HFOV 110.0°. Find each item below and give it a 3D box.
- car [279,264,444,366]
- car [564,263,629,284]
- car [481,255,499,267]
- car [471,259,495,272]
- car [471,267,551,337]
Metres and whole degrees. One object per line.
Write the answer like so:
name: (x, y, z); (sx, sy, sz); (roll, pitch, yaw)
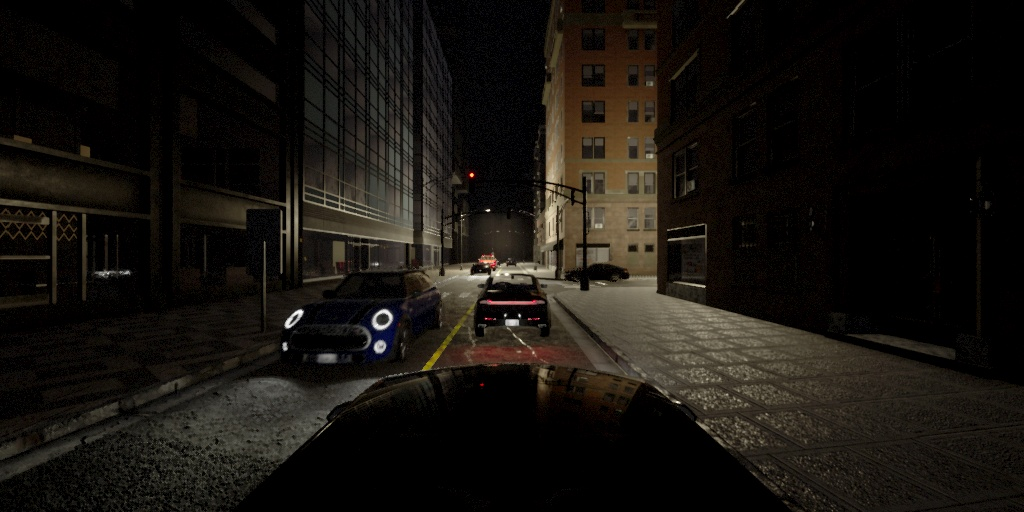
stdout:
car: (-2.999, 1.100, 8.170); (2.097, 1.767, 4.553); (0, 0, 2)
car: (6.197, 1.244, 26.433); (4.674, 1.442, 1.812); (0, 0, 5)
car: (-3.232, 0.938, 47.548); (2.150, 2.045, 5.566); (0, 0, 0)
car: (-3.210, 1.289, 38.129); (1.994, 1.385, 4.181); (0, 0, 0)
car: (0.016, 1.239, 10.256); (2.128, 1.511, 4.902); (0, 0, 0)
